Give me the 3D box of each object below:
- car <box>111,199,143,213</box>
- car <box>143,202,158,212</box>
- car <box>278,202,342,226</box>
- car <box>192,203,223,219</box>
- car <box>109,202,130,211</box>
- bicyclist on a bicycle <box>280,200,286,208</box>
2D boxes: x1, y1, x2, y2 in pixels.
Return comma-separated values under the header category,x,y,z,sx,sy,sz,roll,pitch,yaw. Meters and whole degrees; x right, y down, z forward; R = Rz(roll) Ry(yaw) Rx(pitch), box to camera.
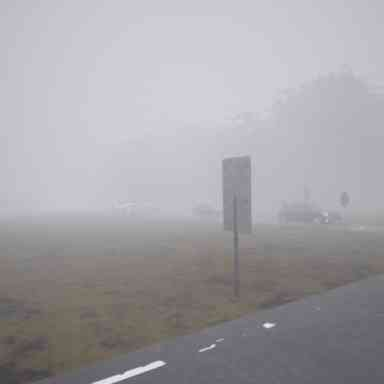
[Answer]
category,x,y,z,sx,sy,sz,roll,pitch,yaw
car,-10.338,2.176,51.840,2.150,2.045,5.566,-1,-1,-35
car,-7.255,2.341,52.386,1.882,1.535,5.008,-1,-1,-35
car,8.701,1.512,24.760,2.097,1.767,4.553,-1,0,-34
car,1.932,1.907,34.388,1.882,1.535,5.008,-1,-1,-35
car,-13.306,2.624,60.852,2.128,1.511,4.902,-1,-1,-35
bicyclist on a bicycle,9.478,1.675,34.060,1.656,1.620,0.582,-1,-1,-35
